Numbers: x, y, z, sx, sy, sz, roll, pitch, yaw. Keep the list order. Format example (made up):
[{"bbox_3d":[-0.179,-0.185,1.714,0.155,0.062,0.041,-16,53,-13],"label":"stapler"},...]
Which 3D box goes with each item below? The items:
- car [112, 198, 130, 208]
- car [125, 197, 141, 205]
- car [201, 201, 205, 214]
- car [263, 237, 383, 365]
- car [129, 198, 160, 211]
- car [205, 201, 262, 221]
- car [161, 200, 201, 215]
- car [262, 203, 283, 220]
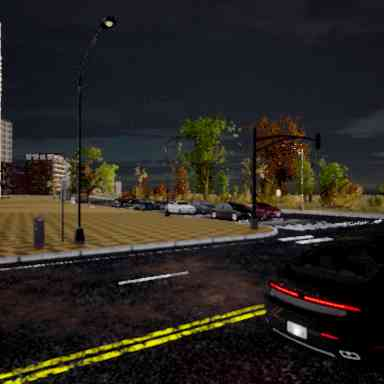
[{"bbox_3d":[-11.599,1.744,53.997,1.837,1.490,4.892,0,0,-30],"label":"car"},{"bbox_3d":[-12.237,1.841,68.600,1.994,1.385,4.181,0,0,-29],"label":"car"},{"bbox_3d":[1.178,1.747,38.930,2.033,1.411,5.357,0,0,-32],"label":"car"},{"bbox_3d":[3.357,1.538,5.674,4.892,1.490,1.837,0,0,-34],"label":"car"},{"bbox_3d":[-6.534,1.781,45.339,1.994,1.385,4.181,0,0,-32],"label":"car"},{"bbox_3d":[3.481,1.672,29.039,1.837,1.490,4.892,0,0,-32],"label":"car"},{"bbox_3d":[-1.335,1.718,36.818,1.812,1.442,4.674,0,0,-31],"label":"car"},{"bbox_3d":[6.280,1.699,30.677,1.812,1.442,4.674,0,0,-30],"label":"car"}]
